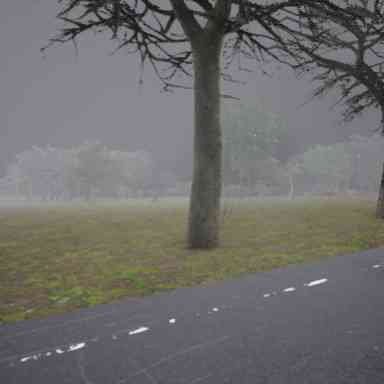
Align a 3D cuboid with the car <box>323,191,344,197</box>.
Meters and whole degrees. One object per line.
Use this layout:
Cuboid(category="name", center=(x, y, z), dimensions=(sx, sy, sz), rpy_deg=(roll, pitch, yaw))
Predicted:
Cuboid(category="car", center=(34.453, 0.396, 80.786), dimensions=(1.882, 1.535, 5.008), rpy_deg=(2, -2, -35))
